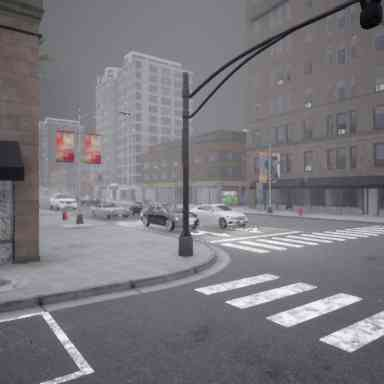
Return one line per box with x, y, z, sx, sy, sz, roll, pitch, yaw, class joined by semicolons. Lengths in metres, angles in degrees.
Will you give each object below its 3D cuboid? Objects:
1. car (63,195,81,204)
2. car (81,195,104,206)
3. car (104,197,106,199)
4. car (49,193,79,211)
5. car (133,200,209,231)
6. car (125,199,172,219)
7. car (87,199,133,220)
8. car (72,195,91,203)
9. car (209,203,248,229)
-21.702;1.407;60.171;1.837;1.490;4.892;0;0;-36;car
-16.037;1.269;52.303;2.097;1.767;4.553;0;0;-36;car
-16.139;1.507;58.001;1.895;1.301;4.718;0;0;-36;car
-15.723;1.158;40.434;2.150;2.045;5.566;0;1;-35;car
-1.464;1.469;20.608;2.128;1.511;4.902;0;0;-36;car
-3.979;1.450;29.657;2.128;1.511;4.902;0;0;-36;car
-7.007;1.564;28.308;1.895;1.301;4.718;0;0;-36;car
-22.032;1.436;66.183;2.033;1.411;5.357;0;0;-36;car
1.596;1.500;21.946;1.812;1.442;4.674;0;0;-37;car
